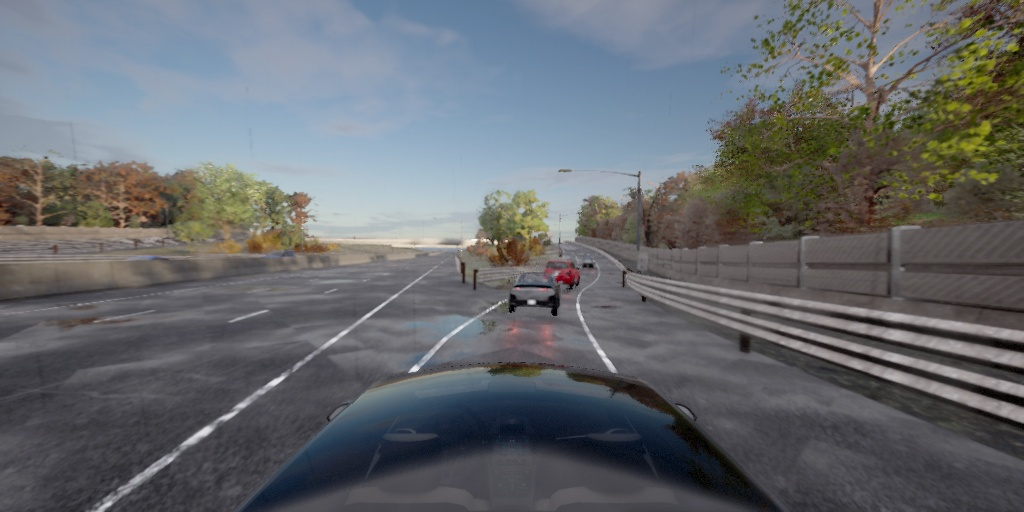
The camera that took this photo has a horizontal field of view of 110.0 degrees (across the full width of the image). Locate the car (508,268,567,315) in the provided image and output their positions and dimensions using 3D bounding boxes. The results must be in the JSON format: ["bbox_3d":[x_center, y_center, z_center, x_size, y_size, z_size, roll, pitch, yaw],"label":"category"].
[{"bbox_3d":[1.052,1.421,14.799,2.128,1.511,4.902,1,-1,9],"label":"car"}]

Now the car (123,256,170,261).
[{"bbox_3d":[-26.332,0.744,25.624,1.882,1.535,5.008,1,0,-9],"label":"car"}]

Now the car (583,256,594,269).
[{"bbox_3d":[12.615,1.314,59.724,1.882,1.535,5.008,1,3,12],"label":"car"}]

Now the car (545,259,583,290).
[{"bbox_3d":[3.825,1.373,27.207,2.150,2.045,5.566,1,-1,17],"label":"car"}]

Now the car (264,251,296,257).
[{"bbox_3d":[-29.378,0.334,45.346,2.150,2.045,5.566,1,0,-8],"label":"car"}]
